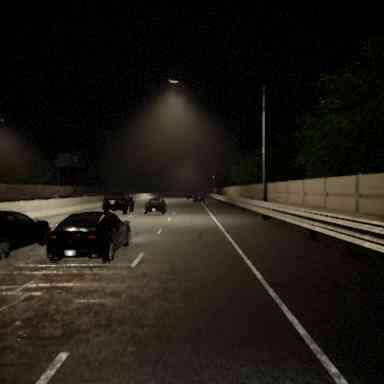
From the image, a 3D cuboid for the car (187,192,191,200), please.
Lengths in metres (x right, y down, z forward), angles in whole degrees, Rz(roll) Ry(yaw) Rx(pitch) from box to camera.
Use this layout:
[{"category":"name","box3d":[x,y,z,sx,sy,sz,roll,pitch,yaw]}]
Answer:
[{"category":"car","box3d":[-0.003,0.851,75.485,2.097,1.767,4.553,0,0,0]}]

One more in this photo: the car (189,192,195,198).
[{"category":"car","box3d":[-0.004,0.904,94.267,1.882,1.535,5.008,0,0,0]}]

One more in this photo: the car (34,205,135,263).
[{"category":"car","box3d":[-3.400,1.432,11.699,1.837,1.490,4.892,0,0,0]}]

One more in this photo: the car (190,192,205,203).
[{"category":"car","box3d":[1.222,1.053,58.242,2.097,1.767,4.553,0,0,0]}]

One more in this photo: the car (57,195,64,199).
[{"category":"car","box3d":[-21.052,1.215,55.385,1.837,1.490,4.892,0,0,0]}]

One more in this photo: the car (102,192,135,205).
[{"category":"car","box3d":[-6.902,1.036,31.542,2.150,2.045,5.566,0,0,0]}]

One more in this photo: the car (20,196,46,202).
[{"category":"car","box3d":[-24.561,1.271,51.755,2.033,1.411,5.357,0,0,1]}]

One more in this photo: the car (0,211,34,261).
[{"category":"car","box3d":[-6.901,1.403,12.009,1.882,1.535,5.008,0,0,0]}]

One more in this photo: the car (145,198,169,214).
[{"category":"car","box3d":[-3.401,1.316,32.103,1.837,1.490,4.892,0,0,0]}]

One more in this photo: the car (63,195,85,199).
[{"category":"car","box3d":[-17.572,1.271,51.784,2.033,1.411,5.357,0,0,0]}]
